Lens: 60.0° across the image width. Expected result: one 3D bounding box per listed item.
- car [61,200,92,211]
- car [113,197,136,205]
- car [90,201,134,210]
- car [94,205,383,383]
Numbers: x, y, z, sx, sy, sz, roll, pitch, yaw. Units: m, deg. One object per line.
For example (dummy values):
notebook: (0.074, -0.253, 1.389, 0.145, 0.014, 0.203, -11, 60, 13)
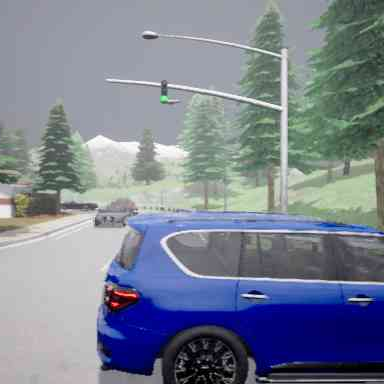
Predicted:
car: (-13.688, 1.589, 39.727, 4.718, 1.301, 1.895, 0, 0, 11)
car: (-6.703, 1.341, 32.357, 2.097, 1.767, 4.553, 0, 0, -22)
car: (-5.339, 1.555, 22.627, 1.994, 1.385, 4.181, 0, 0, -5)
car: (1.592, 1.340, 4.531, 5.566, 2.045, 2.150, 1, 0, -4)
